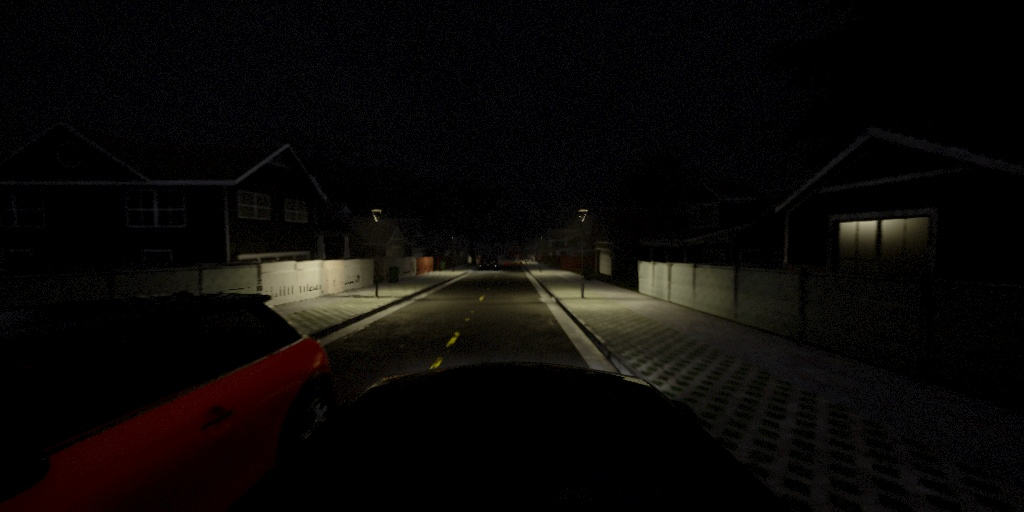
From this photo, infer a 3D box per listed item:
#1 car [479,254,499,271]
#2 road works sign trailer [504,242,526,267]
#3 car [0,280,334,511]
[{"bbox_3d":[-2.834,0.733,45.119,2.150,2.045,5.566,0,0,0],"label":"car"},{"bbox_3d":[0.350,-0.089,55.734,2.380,3.560,2.880,0,0,-7],"label":"road works sign trailer"},{"bbox_3d":[-2.850,1.102,1.732,2.097,1.767,4.553,0,0,0],"label":"car"}]
